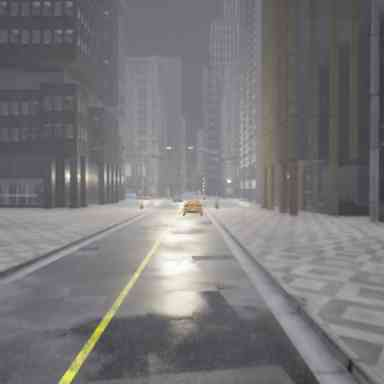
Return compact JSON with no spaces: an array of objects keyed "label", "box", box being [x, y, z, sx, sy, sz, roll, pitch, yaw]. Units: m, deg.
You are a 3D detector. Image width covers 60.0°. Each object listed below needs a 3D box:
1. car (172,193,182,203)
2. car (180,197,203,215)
[{"label":"car","box":[-3.004,1.435,68.610,2.097,1.767,4.553,0,0,0]},{"label":"car","box":[0.095,1.494,33.747,1.882,1.535,5.008,0,0,0]}]
